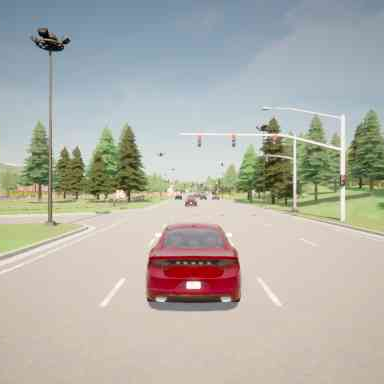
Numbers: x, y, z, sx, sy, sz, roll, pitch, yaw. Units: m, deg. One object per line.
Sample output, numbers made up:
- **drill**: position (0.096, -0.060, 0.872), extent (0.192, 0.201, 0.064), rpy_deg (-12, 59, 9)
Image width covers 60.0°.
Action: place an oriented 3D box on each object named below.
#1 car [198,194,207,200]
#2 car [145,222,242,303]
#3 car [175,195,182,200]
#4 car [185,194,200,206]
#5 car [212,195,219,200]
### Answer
- **car**: position (3.231, 1.524, 94.353), extent (1.812, 1.442, 4.674), rpy_deg (0, 0, 0)
- **car**: position (0.040, 1.478, 8.294), extent (1.882, 1.535, 5.008), rpy_deg (0, 0, 0)
- **car**: position (-3.769, 1.478, 94.333), extent (1.882, 1.535, 5.008), rpy_deg (0, 0, 0)
- **car**: position (-0.150, 1.525, 52.897), extent (1.812, 1.442, 4.674), rpy_deg (0, 0, 0)
- **car**: position (6.731, 1.525, 94.363), extent (2.128, 1.511, 4.902), rpy_deg (0, 0, 0)
